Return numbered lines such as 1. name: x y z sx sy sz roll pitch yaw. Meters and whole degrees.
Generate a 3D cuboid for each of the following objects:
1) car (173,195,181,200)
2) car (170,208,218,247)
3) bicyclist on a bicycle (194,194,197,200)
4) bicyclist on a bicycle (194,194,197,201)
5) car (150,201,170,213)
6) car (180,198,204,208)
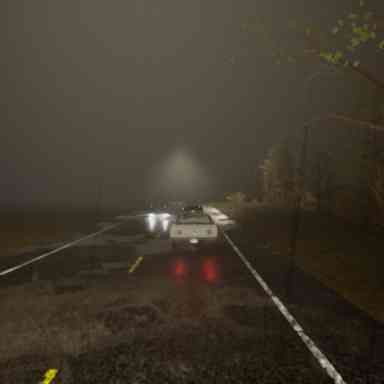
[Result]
1. car: -3.517 1.503 79.546 1.837 1.490 4.892 0 0 0
2. car: 0.089 1.621 15.173 1.895 1.301 4.718 0 0 0
3. bicyclist on a bicycle: 0.944 1.476 81.100 0.659 1.776 1.843 0 0 0
4. bicyclist on a bicycle: 0.943 1.487 90.100 0.659 1.776 1.843 0 0 0
5. car: -3.606 1.651 37.721 1.895 1.301 4.718 0 0 0
6. car: 0.086 1.534 31.962 2.128 1.511 4.902 0 0 0
